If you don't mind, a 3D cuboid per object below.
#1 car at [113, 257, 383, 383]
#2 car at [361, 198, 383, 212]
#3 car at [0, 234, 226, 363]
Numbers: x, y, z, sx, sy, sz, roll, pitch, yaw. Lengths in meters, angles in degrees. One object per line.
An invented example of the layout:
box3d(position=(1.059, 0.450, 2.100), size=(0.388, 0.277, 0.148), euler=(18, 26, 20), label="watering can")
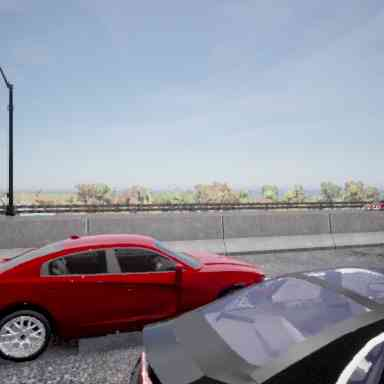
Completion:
box3d(position=(1.916, 1.491, 2.964), size=(4.902, 1.511, 2.128), euler=(0, 0, -18), label="car")
box3d(position=(17.746, 1.348, 30.193), size=(4.553, 1.767, 2.097), euler=(0, 0, -18), label="car")
box3d(position=(-1.128, 1.478, 5.673), size=(5.008, 1.535, 1.882), euler=(0, 0, -18), label="car")
